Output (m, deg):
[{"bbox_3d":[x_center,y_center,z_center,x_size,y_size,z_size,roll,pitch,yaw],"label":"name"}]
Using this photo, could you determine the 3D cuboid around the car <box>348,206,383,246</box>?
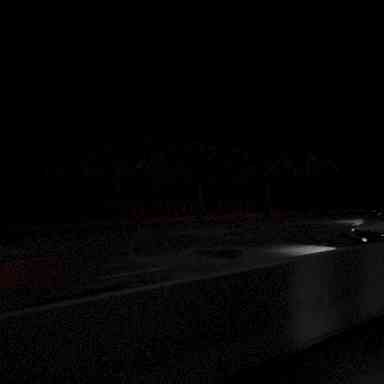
[{"bbox_3d":[8.278,1.428,13.151,4.674,1.442,1.812,0,0,-29],"label":"car"}]
